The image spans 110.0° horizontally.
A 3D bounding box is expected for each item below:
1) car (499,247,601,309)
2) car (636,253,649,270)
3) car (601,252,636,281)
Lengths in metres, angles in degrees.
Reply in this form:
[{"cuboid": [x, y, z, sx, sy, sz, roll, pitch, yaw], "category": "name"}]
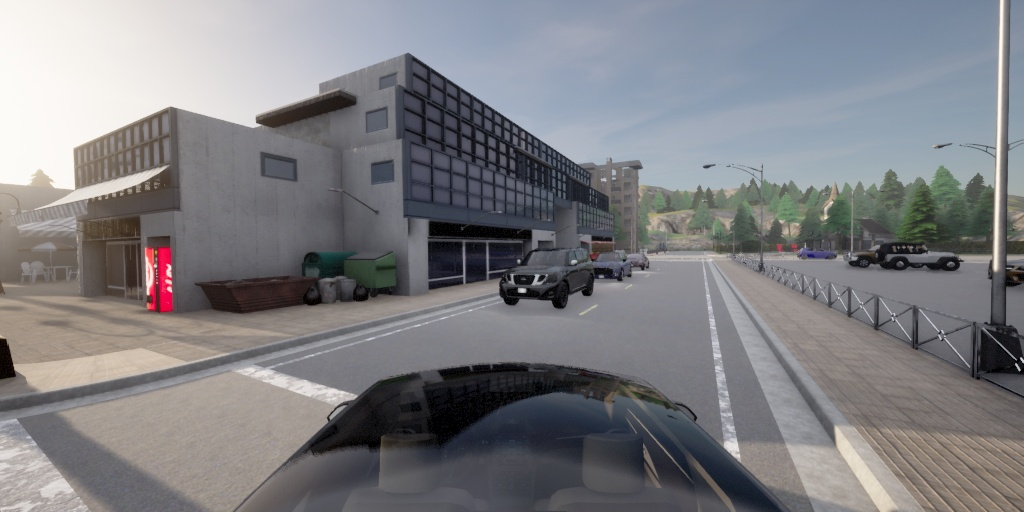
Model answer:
[{"cuboid": [1.608, 0.686, 13.959, 2.150, 2.045, 5.566, 0, 1, 28], "category": "car"}, {"cuboid": [10.963, 0.446, 31.713, 1.812, 1.442, 4.674, 0, 2, 28], "category": "car"}, {"cuboid": [6.191, 0.550, 22.662, 2.097, 1.767, 4.553, 0, 2, 28], "category": "car"}]
